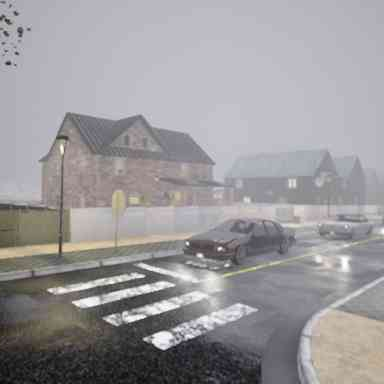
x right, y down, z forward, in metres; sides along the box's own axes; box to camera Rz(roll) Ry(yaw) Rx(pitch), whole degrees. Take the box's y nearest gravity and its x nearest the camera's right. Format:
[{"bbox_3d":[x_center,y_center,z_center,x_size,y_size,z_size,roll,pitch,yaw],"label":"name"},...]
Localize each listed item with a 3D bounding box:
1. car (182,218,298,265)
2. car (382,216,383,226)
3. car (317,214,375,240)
[{"bbox_3d":[2.078,1.702,12.568,2.033,1.411,5.357,1,-1,43],"label":"car"},{"bbox_3d":[18.145,2.222,28.990,2.128,1.511,4.902,1,-1,45],"label":"car"},{"bbox_3d":[9.298,2.008,19.979,1.895,1.301,4.718,1,-1,44],"label":"car"}]
